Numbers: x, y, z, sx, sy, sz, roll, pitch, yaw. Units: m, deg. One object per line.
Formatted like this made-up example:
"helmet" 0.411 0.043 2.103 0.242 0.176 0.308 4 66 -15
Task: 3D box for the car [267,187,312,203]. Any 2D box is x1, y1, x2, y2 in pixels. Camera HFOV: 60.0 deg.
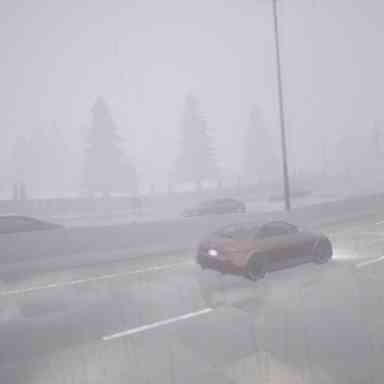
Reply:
"car" 9.391 0.236 32.161 4.718 1.301 1.895 -7 4 -35

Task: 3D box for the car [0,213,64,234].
"car" -6.983 1.522 11.907 4.674 1.442 1.812 -1 0 -35

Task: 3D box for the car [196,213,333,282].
"car" 2.167 1.452 9.588 4.181 1.385 1.994 -2 1 -35

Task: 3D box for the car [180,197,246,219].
"car" 1.474 1.117 22.231 4.892 1.490 1.837 -3 2 -35
